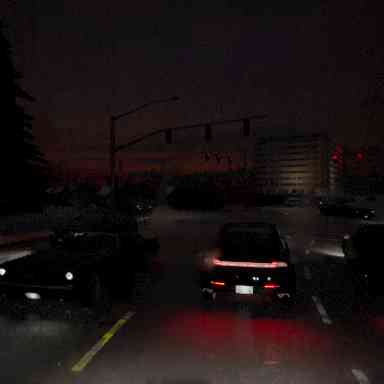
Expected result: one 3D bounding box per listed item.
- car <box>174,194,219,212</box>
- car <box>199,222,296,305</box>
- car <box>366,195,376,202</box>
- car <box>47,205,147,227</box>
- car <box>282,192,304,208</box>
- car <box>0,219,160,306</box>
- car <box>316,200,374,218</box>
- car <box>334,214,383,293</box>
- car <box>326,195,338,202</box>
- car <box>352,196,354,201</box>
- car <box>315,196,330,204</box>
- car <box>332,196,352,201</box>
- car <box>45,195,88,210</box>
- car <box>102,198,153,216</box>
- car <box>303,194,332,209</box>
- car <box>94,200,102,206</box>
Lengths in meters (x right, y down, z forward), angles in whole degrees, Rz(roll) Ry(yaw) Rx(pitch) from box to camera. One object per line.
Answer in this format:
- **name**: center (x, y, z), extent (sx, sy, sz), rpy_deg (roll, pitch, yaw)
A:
- **car**: center (0.505, 1.280, 39.923), extent (5.566, 2.045, 2.150), rpy_deg (0, 1, 32)
- **car**: center (1.428, 1.491, 8.181), extent (2.128, 1.511, 4.902), rpy_deg (0, 0, 12)
- **car**: center (42.671, 1.525, 79.280), extent (2.128, 1.511, 4.902), rpy_deg (0, 0, 32)
- **car**: center (-4.044, 1.525, 14.549), extent (1.812, 1.442, 4.674), rpy_deg (0, 0, 21)
- **car**: center (15.136, 1.221, 48.010), extent (2.150, 2.045, 5.566), rpy_deg (0, 0, 31)
- **car**: center (-2.420, 1.601, 8.266), extent (1.895, 1.301, 4.718), rpy_deg (0, 0, 14)
- **car**: center (13.045, 1.646, 28.209), extent (1.895, 1.301, 4.718), rpy_deg (0, 0, -16)
- **car**: center (5.180, 1.547, 8.554), extent (2.033, 1.411, 5.357), rpy_deg (0, 0, 16)
- **car**: center (31.233, 1.524, 74.028), extent (1.812, 1.442, 4.674), rpy_deg (0, 0, 32)
- **car**: center (33.344, 1.525, 70.776), extent (2.128, 1.511, 4.902), rpy_deg (0, 0, 32)
- **car**: center (25.198, 1.506, 64.201), extent (1.837, 1.490, 4.892), rpy_deg (0, 0, 32)
- **car**: center (27.840, 1.547, 61.836), extent (2.033, 1.411, 5.357), rpy_deg (0, 0, 32)
- **car**: center (-14.117, 1.277, 37.047), extent (5.566, 2.045, 2.150), rpy_deg (0, 0, 32)
- **car**: center (-5.986, 1.407, 31.975), extent (4.553, 1.767, 2.097), rpy_deg (0, 0, 32)
- **car**: center (16.445, 1.352, 43.433), extent (2.097, 1.767, 4.553), rpy_deg (0, 0, 32)
- **car**: center (-9.084, 1.546, 38.037), extent (4.902, 1.511, 2.128), rpy_deg (0, 0, 32)
